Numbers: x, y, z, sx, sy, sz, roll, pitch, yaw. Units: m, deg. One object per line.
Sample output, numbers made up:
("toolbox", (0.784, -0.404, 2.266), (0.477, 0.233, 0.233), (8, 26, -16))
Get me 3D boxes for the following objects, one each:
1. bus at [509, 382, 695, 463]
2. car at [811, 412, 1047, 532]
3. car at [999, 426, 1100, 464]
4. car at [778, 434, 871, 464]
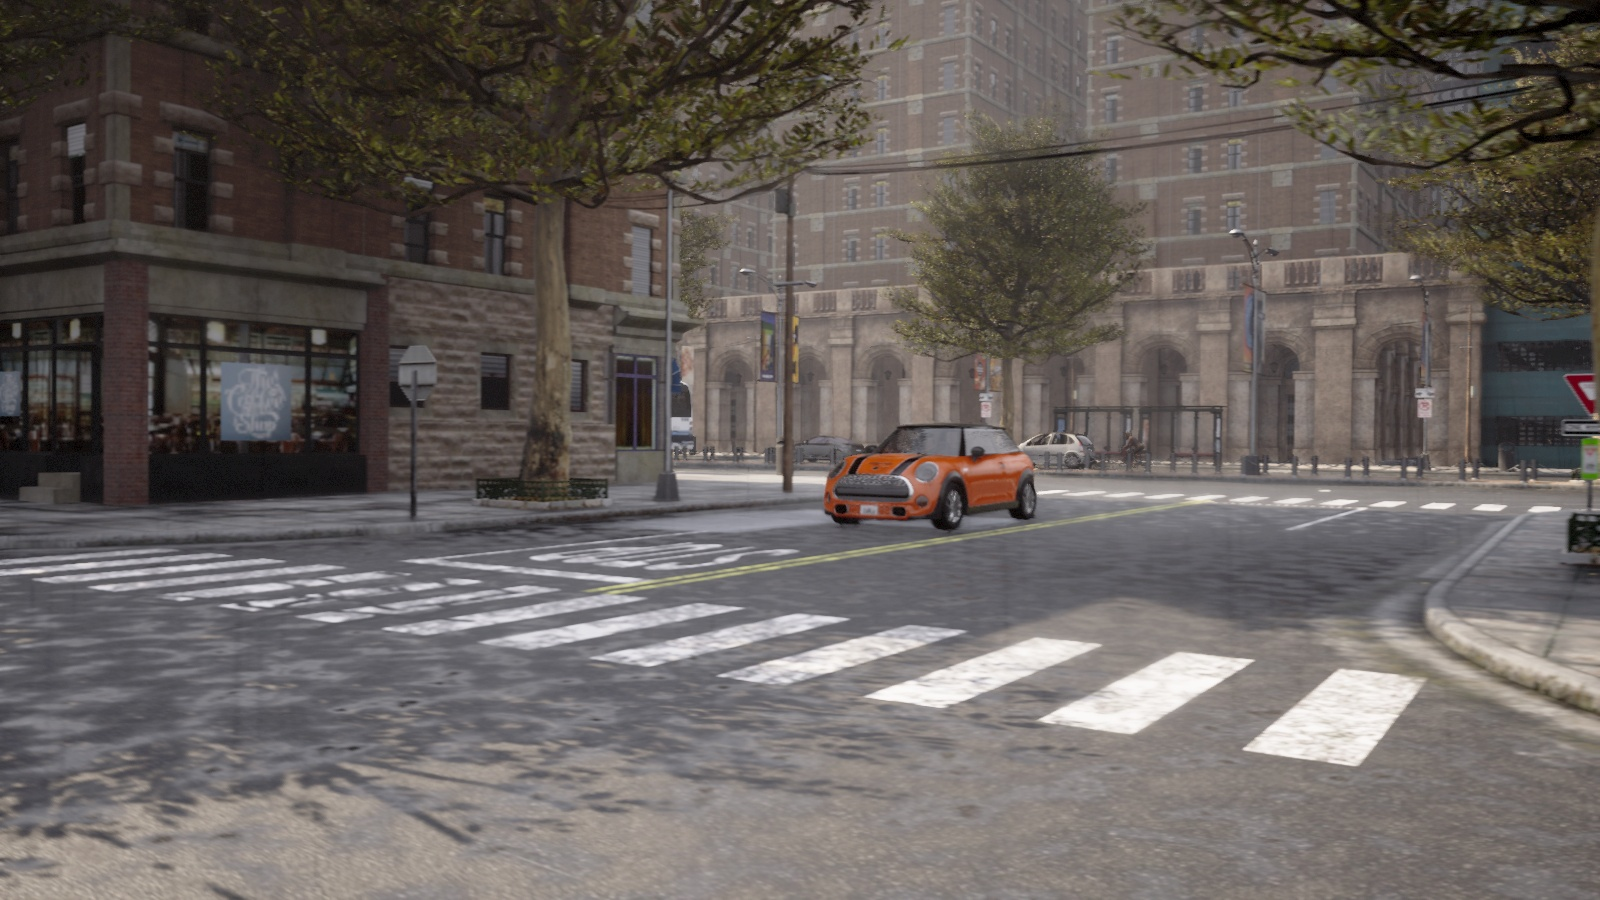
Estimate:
("bus", (-11.208, -1.490, 70.516), (10.273, 4.253, 3.944), (0, 1, 34))
("car", (2.290, 0.285, 21.007), (2.097, 1.767, 4.553), (0, 1, 32))
("car", (11.042, -0.224, 55.723), (3.988, 1.617, 1.851), (0, 1, 34))
("car", (1.182, -0.055, 62.289), (4.181, 1.385, 1.994), (0, 1, 34))
